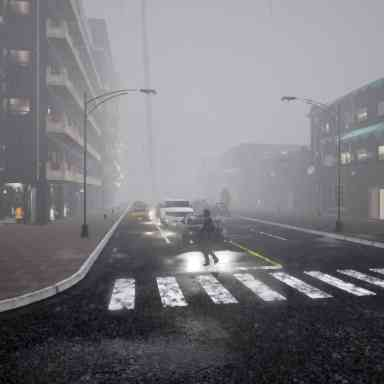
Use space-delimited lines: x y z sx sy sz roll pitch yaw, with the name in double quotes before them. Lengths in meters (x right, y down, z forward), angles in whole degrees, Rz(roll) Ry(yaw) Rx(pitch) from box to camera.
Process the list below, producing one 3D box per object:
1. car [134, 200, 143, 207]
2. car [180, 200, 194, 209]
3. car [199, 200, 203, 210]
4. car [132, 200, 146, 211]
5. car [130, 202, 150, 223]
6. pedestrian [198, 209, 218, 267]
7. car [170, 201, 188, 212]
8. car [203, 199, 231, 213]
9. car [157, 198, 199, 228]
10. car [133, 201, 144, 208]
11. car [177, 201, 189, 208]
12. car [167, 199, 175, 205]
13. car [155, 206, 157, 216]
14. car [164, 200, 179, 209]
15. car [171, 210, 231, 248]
"car" -11.026 2.371 68.562 1.887 1.381 4.507 -1 -1 -9
"car" -0.927 2.236 58.870 1.752 1.417 4.829 -1 -1 -9
"car" 1.884 2.085 41.899 1.802 1.307 4.206 -1 -1 -9
"car" -8.250 2.060 51.760 1.967 1.590 4.097 -1 -1 -9
"car" -4.579 1.870 29.177 1.752 1.417 4.829 -1 -1 -9
"pedestrian" 0.513 1.417 10.578 0.375 1.860 0.375 -1 0 -9
"car" -2.022 2.089 49.695 2.128 1.511 4.902 0 -1 -9
"car" 2.831 1.875 36.305 1.967 1.590 4.097 -1 -1 -9
"car" -1.187 1.518 25.072 2.150 2.045 5.566 0 -1 -9
"car" -10.098 2.323 62.961 1.947 1.339 4.313 -1 -1 -9
"car" -1.826 2.359 64.302 1.802 1.307 4.206 -1 -1 -9
"car" -5.564 2.583 86.873 1.752 1.417 4.829 -1 -1 -9
"car" -2.878 1.899 35.373 1.882 1.535 5.008 0 -1 -9
"car" -3.709 2.213 59.852 2.128 1.511 4.902 0 -1 -9
"car" 0.368 1.748 15.676 1.994 1.385 4.181 0 -1 -9
